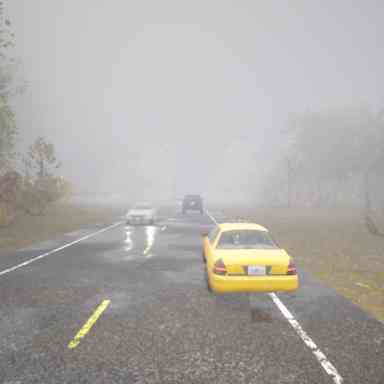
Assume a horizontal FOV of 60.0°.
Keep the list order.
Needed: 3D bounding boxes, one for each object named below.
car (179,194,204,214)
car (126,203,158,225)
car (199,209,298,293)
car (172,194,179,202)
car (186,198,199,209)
[{"bbox_3d":[0.086,1.260,35.705,2.150,2.045,5.566,0,0,1],"label":"car"},{"bbox_3d":[-3.592,1.537,24.393,1.812,1.442,4.674,0,0,0],"label":"car"},{"bbox_3d":[1.228,1.456,8.854,1.801,1.575,5.366,0,0,0],"label":"car"},{"bbox_3d":[-3.472,1.396,78.318,2.150,2.045,5.566,0,0,0],"label":"car"},{"bbox_3d":[0.053,1.603,48.293,1.812,1.442,4.674,0,0,1],"label":"car"}]
